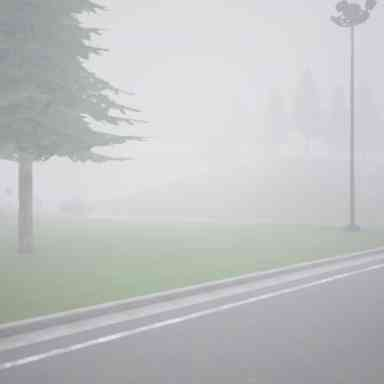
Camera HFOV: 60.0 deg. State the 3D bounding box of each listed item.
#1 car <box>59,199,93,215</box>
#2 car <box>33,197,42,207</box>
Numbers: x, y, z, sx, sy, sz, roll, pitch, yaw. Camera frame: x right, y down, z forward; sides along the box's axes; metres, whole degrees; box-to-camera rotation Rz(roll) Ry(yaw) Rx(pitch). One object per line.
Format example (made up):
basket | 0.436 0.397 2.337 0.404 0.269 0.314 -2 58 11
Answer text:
car | -11.867 1.481 33.959 2.128 1.511 4.902 0 0 -44
car | -23.953 1.530 50.280 1.812 1.442 4.674 0 0 -34
